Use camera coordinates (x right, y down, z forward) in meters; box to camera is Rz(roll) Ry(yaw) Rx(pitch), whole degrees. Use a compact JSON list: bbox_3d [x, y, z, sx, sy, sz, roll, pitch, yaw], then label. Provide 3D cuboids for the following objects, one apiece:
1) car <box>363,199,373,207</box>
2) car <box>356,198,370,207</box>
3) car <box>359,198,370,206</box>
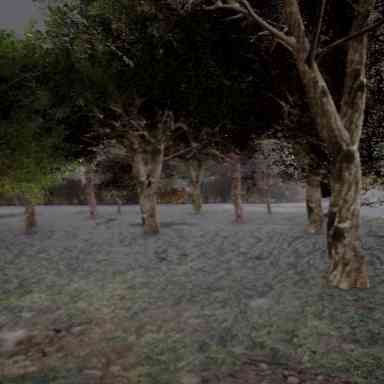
[{"bbox_3d":[26.029,1.620,50.139,1.895,1.301,4.718,1,-1,25],"label":"car"},{"bbox_3d":[30.978,1.865,60.186,2.033,1.411,5.357,1,-1,29],"label":"car"},{"bbox_3d":[36.106,2.102,69.530,1.837,1.490,4.892,1,-1,29],"label":"car"}]
